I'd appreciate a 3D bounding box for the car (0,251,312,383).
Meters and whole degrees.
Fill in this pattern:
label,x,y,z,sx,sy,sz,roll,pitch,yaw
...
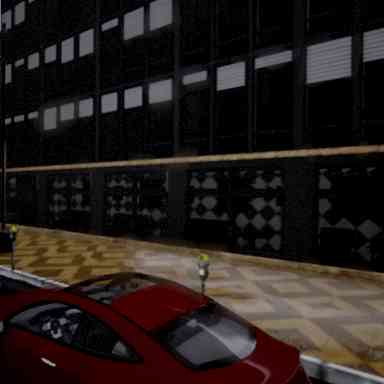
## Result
label,x,y,z,sx,sy,sz,roll,pitch,yaw
car,-0.923,1.544,3.497,4.206,1.307,1.802,1,0,36
